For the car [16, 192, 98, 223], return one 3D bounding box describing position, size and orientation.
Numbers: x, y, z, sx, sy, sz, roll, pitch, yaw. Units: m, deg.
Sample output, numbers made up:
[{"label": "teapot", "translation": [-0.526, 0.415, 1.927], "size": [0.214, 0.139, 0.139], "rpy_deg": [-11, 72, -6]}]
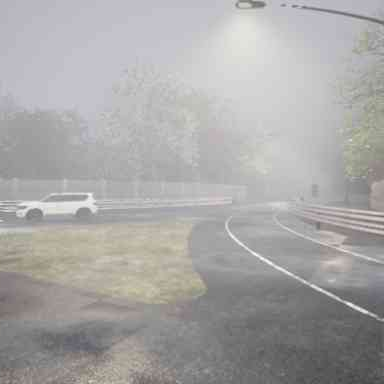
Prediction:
[{"label": "car", "translation": [-9.794, 1.059, 24.488], "size": [5.566, 2.045, 2.150], "rpy_deg": [0, 1, -31]}]
